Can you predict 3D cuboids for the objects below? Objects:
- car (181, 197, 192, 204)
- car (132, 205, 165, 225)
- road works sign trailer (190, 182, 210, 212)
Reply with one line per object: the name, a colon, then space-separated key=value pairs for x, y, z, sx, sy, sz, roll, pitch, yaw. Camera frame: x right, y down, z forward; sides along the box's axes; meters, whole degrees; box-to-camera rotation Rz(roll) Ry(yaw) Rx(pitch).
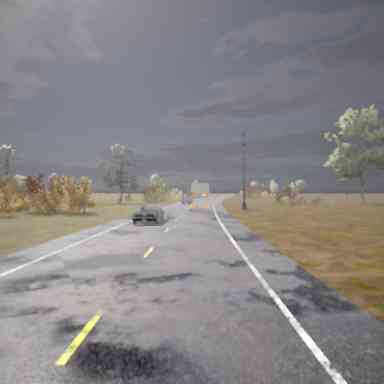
car: x=-0.929 y=1.712 z=65.606 sx=1.994 sy=1.385 sz=4.181 roll=0 pitch=0 yaw=5
car: x=-3.194 y=1.662 z=24.987 sx=1.895 sy=1.301 sz=4.718 roll=0 pitch=0 yaw=2
road works sign trailer: x=0.953 y=0.563 z=39.745 sx=2.380 sy=3.560 sz=2.880 roll=0 pitch=0 yaw=3
